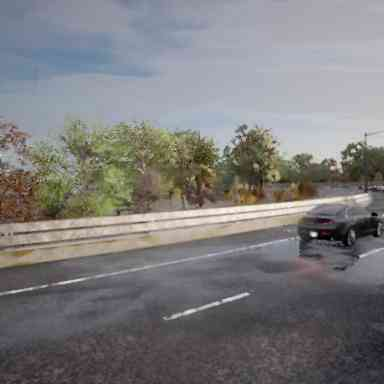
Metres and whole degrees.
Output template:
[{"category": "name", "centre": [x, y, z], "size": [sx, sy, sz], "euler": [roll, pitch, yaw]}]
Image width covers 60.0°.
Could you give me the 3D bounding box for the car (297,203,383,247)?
[{"category": "car", "centre": [6.174, 1.211, 13.631], "size": [4.892, 1.490, 1.837], "euler": [-2, 1, -42]}]

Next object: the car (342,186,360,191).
[{"category": "car", "centre": [40.623, -0.695, 85.960], "size": [2.097, 1.767, 4.553], "euler": [-1, 1, 1]}]
